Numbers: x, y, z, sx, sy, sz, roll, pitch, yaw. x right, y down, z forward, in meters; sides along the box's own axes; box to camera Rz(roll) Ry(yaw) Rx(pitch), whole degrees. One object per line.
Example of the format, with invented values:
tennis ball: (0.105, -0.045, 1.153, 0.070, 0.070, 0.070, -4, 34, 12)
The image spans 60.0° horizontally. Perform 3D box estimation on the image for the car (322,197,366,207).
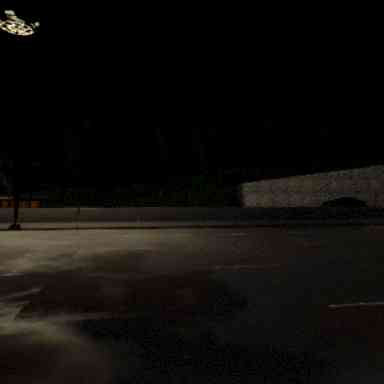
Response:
car: (17.931, 1.359, 39.322, 5.008, 1.535, 1.882, 0, 0, -9)
